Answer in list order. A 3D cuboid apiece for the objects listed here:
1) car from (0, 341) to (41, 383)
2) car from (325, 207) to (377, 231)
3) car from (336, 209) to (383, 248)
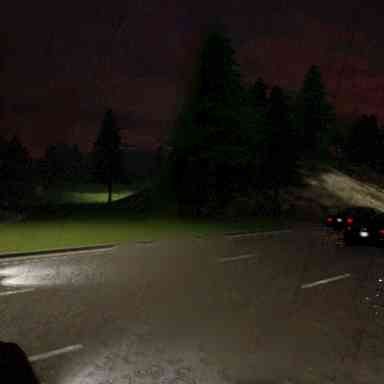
[{"bbox_3d":[-3.415,1.543,1.307,5.357,1.411,2.033,0,0,-36],"label":"car"},{"bbox_3d":[10.047,1.581,19.515,5.357,1.411,2.033,0,0,-36],"label":"car"},{"bbox_3d":[8.235,1.590,13.923,4.181,1.385,1.994,0,0,-36],"label":"car"}]
